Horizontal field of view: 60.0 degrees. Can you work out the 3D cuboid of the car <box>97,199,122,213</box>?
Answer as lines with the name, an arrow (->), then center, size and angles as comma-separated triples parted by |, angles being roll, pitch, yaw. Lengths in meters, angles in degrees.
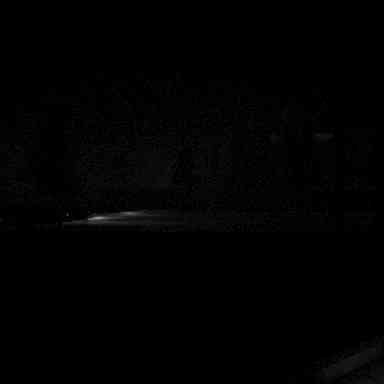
car -> -9.679, 1.419, 34.703 | 4.674, 1.442, 1.812 | 0, 0, 4

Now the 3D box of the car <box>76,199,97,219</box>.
car -> -10.538, 1.473, 27.734 | 4.181, 1.385, 1.994 | 0, 0, 4

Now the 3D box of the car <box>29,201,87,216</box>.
car -> -12.540, 1.496, 31.385 | 4.718, 1.301, 1.895 | 0, 0, 4

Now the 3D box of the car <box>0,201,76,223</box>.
car -> -11.476, 1.407, 24.292 | 4.902, 1.511, 2.128 | 0, 0, 4
